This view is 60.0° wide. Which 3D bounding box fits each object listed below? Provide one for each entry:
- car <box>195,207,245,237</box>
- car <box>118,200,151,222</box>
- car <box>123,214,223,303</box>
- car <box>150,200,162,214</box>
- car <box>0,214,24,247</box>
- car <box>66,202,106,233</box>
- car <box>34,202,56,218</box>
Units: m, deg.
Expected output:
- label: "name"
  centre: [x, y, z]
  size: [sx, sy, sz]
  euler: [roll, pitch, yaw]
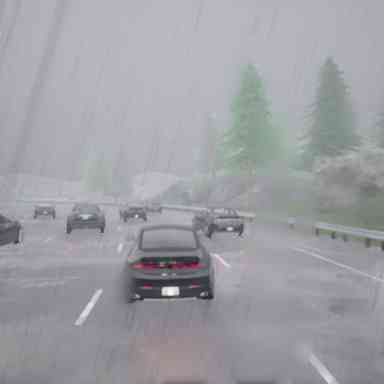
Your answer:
- label: "car"
  centre: [1.324, 1.547, 18.126]
  size: [2.128, 1.511, 4.902]
  euler: [0, 0, -12]
- label: "car"
  centre: [-5.013, 1.622, 27.913]
  size: [1.837, 1.490, 4.892]
  euler: [0, 0, -18]
- label: "car"
  centre: [-0.629, 1.536, 8.363]
  size: [1.837, 1.490, 4.892]
  euler: [0, 0, -6]
- label: "car"
  centre: [-4.738, 1.637, 36.499]
  size: [2.128, 1.511, 4.902]
  euler: [0, 0, -24]
- label: "car"
  centre: [-8.366, 1.589, 13.389]
  size: [1.837, 1.490, 4.892]
  euler: [0, 0, -10]
- label: "car"
  centre: [-6.423, 1.451, 20.550]
  size: [2.097, 1.767, 4.553]
  euler: [0, 0, -14]
- label: "car"
  centre: [-14.338, 1.701, 32.408]
  size: [1.812, 1.442, 4.674]
  euler: [0, 0, -25]
